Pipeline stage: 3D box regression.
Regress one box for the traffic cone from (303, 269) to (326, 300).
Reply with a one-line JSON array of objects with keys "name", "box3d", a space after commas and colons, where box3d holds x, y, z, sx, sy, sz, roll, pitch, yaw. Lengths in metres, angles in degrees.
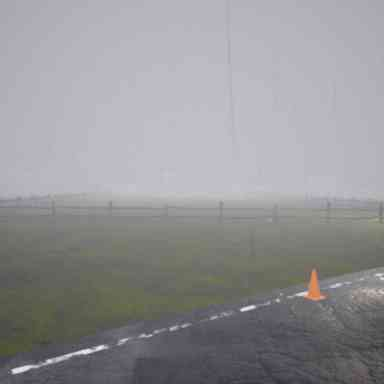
[{"name": "traffic cone", "box3d": [2.613, 1.954, 7.110, 0.340, 0.580, 0.340, 0, 0, -33]}]
